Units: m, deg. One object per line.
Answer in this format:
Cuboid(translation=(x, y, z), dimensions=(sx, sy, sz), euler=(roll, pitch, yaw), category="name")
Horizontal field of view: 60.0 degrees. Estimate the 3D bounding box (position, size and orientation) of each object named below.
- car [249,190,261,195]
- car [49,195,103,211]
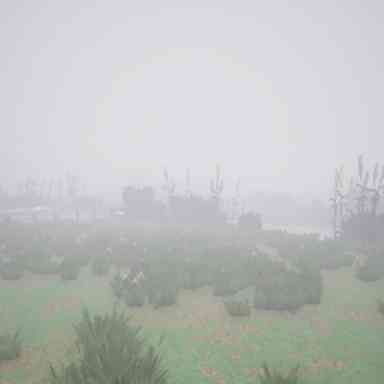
Cuboid(translation=(10.224, 0.765, 47.494), dimensions=(2.150, 2.045, 5.566), euler=(0, -2, 44), category="car")
Cuboid(translation=(-10.460, 1.105, 30.341), dimensions=(1.837, 1.490, 4.892), euler=(0, 3, 41), category="car")
